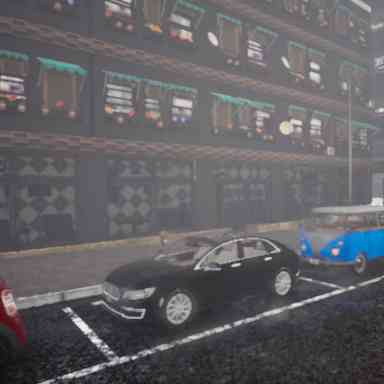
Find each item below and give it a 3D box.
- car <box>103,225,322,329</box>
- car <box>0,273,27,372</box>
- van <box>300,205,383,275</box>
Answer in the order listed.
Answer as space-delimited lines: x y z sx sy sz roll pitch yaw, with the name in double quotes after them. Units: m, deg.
0.402 1.540 6.817 4.403 1.369 2.008 0 -1 -35 "car"
-4.160 1.444 3.565 4.097 1.590 1.967 0 -1 -35 "car"
4.960 1.315 10.072 3.998 1.788 1.690 0 -1 -35 "van"
